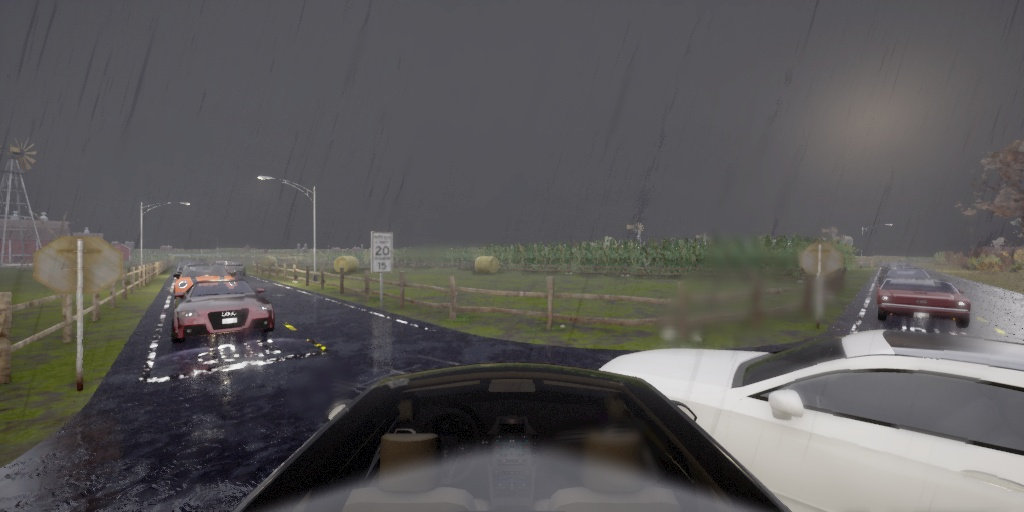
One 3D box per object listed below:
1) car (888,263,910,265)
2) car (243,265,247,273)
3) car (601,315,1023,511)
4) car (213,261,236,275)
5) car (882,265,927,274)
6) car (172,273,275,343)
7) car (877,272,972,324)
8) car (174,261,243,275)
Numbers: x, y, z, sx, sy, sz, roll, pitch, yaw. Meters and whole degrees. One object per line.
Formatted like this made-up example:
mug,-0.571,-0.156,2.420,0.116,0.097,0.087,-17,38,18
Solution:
car,26.972,1.409,24.829,4.181,1.385,1.994,0,1,-44
car,-27.531,1.314,35.400,2.128,1.511,4.902,0,0,-42
car,2.805,1.293,2.569,1.812,1.442,4.674,0,1,-45
car,-34.367,1.343,42.752,1.837,1.490,4.892,0,0,-42
car,20.316,1.369,18.469,5.357,1.411,2.033,0,1,-44
car,-8.091,1.362,9.987,1.994,1.385,4.181,0,0,-43
car,13.342,1.401,11.796,4.718,1.301,1.895,0,1,-44
car,-13.967,1.154,16.380,2.097,1.767,4.553,0,0,-43
